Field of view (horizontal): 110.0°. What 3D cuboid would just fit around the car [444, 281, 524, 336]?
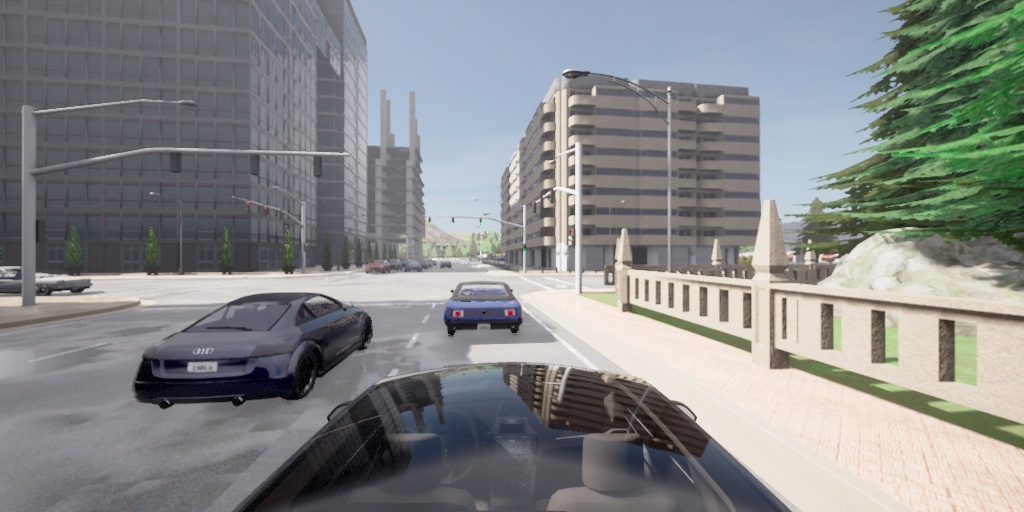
[{"bbox_3d":[-0.880,1.372,10.587,1.895,1.301,4.718,0,0,-6],"label":"car"}]

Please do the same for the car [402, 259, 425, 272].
[{"bbox_3d":[-13.226,1.387,48.299,1.812,1.442,4.674,0,0,-8],"label":"car"}]

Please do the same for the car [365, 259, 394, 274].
[{"bbox_3d":[-16.081,1.203,43.209,2.097,1.767,4.553,0,0,-8],"label":"car"}]

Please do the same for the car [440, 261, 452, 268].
[{"bbox_3d":[-11.584,1.497,63.387,1.895,1.301,4.718,0,0,-8],"label":"car"}]

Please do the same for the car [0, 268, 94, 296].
[{"bbox_3d":[-25.853,1.454,19.173,4.718,1.301,1.895,0,0,-7],"label":"car"}]

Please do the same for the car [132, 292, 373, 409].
[{"bbox_3d":[-3.966,1.326,6.365,1.994,1.385,4.181,0,0,-6],"label":"car"}]

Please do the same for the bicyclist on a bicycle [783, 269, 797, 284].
[{"bbox_3d":[16.483,1.148,21.450,0.582,1.620,1.656,0,0,-8],"label":"bicyclist on a bicycle"}]

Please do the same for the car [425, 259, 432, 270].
[{"bbox_3d":[-14.330,1.233,56.349,2.097,1.767,4.553,0,0,-8],"label":"car"}]

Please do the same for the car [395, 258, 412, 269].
[{"bbox_3d":[-18.604,1.247,61.930,2.097,1.767,4.553,0,0,-7],"label":"car"}]

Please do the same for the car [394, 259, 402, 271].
[{"bbox_3d":[-17.265,1.223,51.981,2.097,1.767,4.553,0,0,-8],"label":"car"}]
